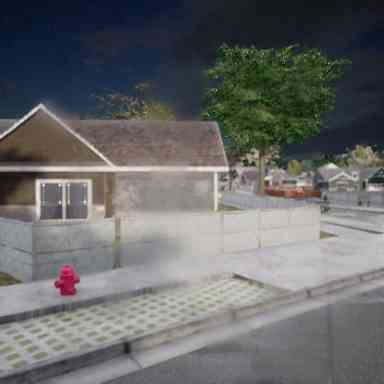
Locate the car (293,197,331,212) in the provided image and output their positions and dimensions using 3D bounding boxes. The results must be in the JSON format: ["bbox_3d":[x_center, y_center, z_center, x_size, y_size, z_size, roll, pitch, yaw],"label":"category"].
[{"bbox_3d":[11.675,1.181,32.906,2.033,1.411,5.357,0,1,-5],"label":"car"}]
